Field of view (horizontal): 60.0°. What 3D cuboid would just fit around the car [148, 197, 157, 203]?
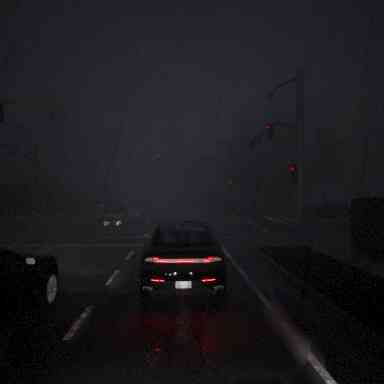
[{"bbox_3d":[-8.242,1.601,67.628,1.895,1.301,4.718,0,0,-1],"label":"car"}]

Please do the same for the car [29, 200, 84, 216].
[{"bbox_3d":[-13.492,1.547,33.531,2.033,1.411,5.357,0,0,30],"label":"car"}]

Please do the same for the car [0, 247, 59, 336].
[{"bbox_3d":[-3.612,1.478,4.875,1.882,1.535,5.008,0,0,-2],"label":"car"}]

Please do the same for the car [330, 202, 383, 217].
[{"bbox_3d":[15.468,1.601,30.696,4.718,1.301,1.895,0,0,0],"label":"car"}]

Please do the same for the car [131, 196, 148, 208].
[{"bbox_3d":[-7.995,1.489,47.913,2.128,1.511,4.902,0,0,-1],"label":"car"}]

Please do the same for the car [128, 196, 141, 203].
[{"bbox_3d":[-11.753,1.506,68.237,1.837,1.490,4.892,0,0,-1],"label":"car"}]

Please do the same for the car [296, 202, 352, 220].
[{"bbox_3d":[11.396,1.547,27.232,5.357,1.411,2.033,0,0,0],"label":"car"}]

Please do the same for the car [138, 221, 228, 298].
[{"bbox_3d":[-0.245,1.492,8.539,2.128,1.511,4.902,0,0,-2],"label":"car"}]

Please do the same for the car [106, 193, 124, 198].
[{"bbox_3d":[-11.529,1.222,49.866,2.150,2.045,5.566,0,0,-1],"label":"car"}]

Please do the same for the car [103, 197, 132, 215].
[{"bbox_3d":[-7.815,1.565,34.376,1.994,1.385,4.181,0,0,0],"label":"car"}]
